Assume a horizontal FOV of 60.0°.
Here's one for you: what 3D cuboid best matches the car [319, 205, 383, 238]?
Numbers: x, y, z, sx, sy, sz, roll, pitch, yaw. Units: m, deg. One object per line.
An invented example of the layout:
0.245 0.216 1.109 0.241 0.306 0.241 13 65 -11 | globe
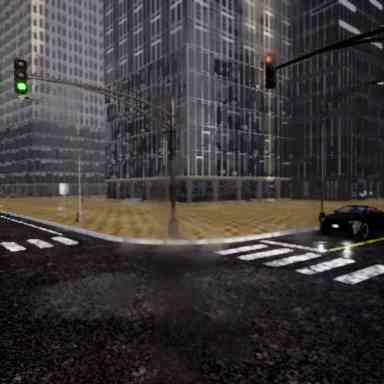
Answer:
8.112 1.343 16.431 4.181 1.385 1.994 -1 1 -38 | car
